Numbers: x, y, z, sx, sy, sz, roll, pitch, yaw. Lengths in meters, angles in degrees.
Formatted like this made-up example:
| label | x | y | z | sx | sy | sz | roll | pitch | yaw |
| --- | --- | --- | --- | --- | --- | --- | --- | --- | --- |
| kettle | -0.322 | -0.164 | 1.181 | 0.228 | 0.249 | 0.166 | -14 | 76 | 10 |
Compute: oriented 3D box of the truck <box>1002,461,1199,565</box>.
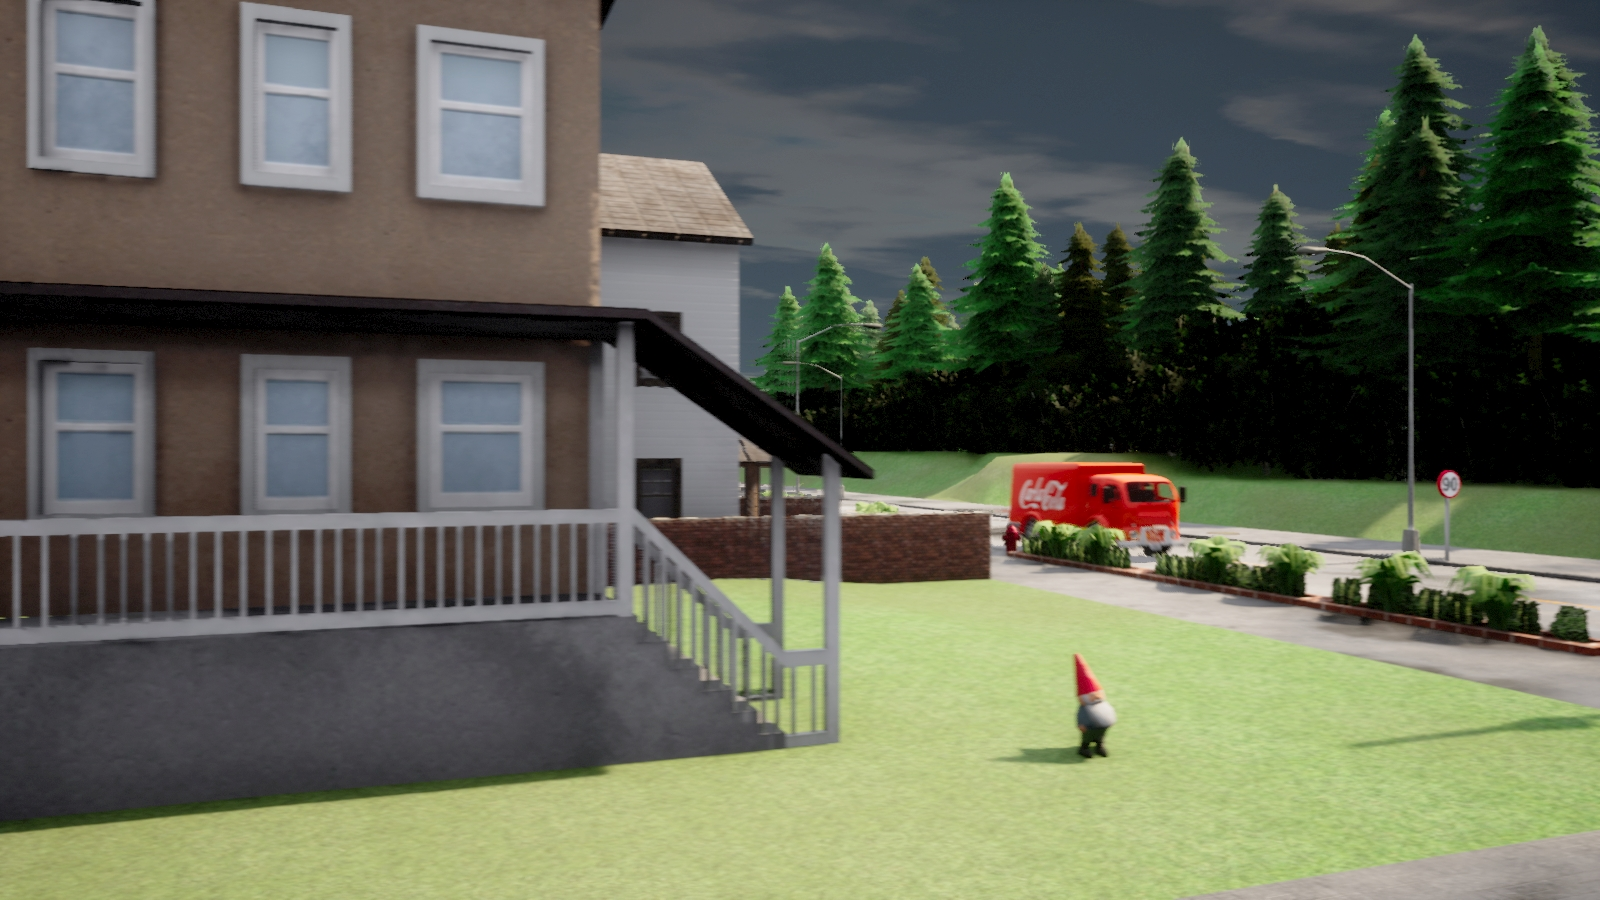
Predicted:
| label | x | y | z | sx | sy | sz | roll | pitch | yaw |
| --- | --- | --- | --- | --- | --- | --- | --- | --- | --- |
| truck | 7.944 | 1.568 | 30.837 | 2.627 | 2.467 | 5.204 | 0 | 0 | -20 |
